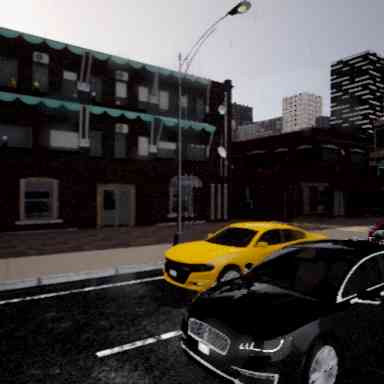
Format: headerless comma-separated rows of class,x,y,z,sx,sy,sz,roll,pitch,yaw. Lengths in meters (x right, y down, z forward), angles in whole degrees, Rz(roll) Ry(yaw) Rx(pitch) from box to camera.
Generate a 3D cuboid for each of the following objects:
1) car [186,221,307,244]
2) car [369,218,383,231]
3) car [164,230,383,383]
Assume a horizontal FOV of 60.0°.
car,1.618,1.559,8.825,5.008,1.535,1.882,1,-1,-36
car,9.719,1.560,14.586,4.553,1.767,2.097,1,-1,-35
car,2.115,1.565,5.189,4.892,1.490,1.837,1,-1,-35
